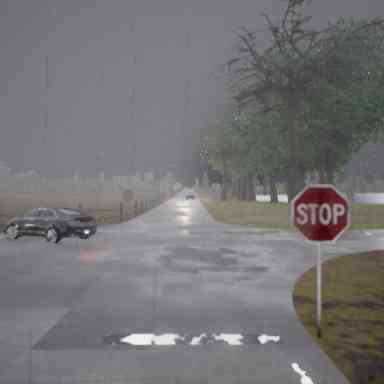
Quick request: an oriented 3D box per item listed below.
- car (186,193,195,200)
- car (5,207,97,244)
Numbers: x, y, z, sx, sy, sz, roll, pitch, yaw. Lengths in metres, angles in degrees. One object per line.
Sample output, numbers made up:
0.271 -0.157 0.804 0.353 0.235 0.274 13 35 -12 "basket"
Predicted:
-0.346 0.995 71.658 1.837 1.490 4.892 0 1 0 "car"
-6.589 1.462 15.363 4.892 1.490 1.837 -1 -3 30 "car"
